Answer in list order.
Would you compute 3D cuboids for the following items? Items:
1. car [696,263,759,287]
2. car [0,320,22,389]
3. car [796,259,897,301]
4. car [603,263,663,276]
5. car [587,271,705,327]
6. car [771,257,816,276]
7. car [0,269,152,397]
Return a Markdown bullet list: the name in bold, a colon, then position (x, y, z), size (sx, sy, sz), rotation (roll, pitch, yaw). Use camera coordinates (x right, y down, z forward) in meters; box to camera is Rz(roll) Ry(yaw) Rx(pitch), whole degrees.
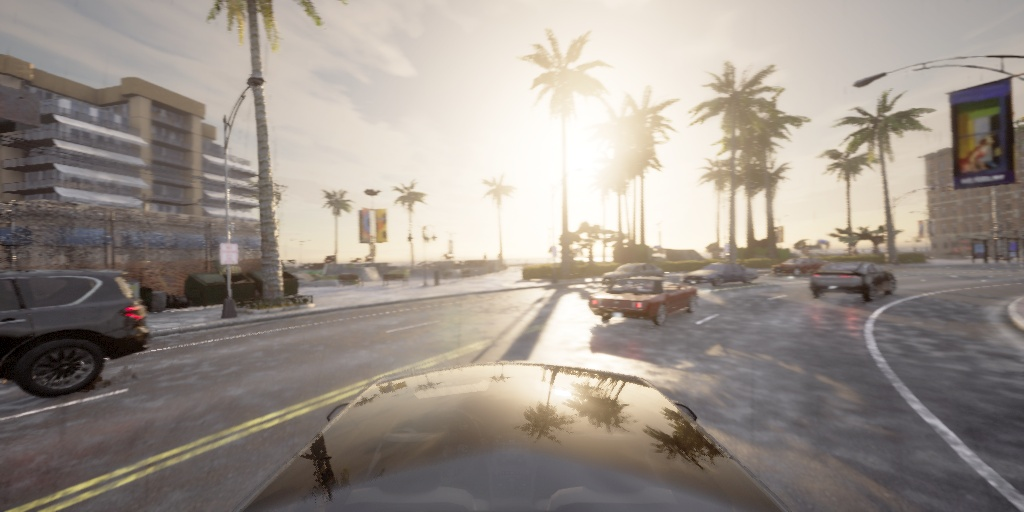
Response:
- **car**: position (13.257, 1.141, 22.723), size (5.357, 1.411, 2.033), rotation (-1, -1, -26)
- **car**: position (-6.495, 1.437, 1.541), size (1.837, 1.490, 4.892), rotation (-2, -1, 25)
- **car**: position (14.468, 0.972, 15.198), size (4.902, 1.511, 2.128), rotation (-1, -1, -32)
- **car**: position (7.984, 1.258, 23.606), size (4.892, 1.490, 1.837), rotation (-1, -1, -32)
- **car**: position (4.429, 1.329, 11.596), size (1.895, 1.301, 4.718), rotation (-2, -1, 43)
- **car**: position (24.838, 0.874, 30.880), size (5.008, 1.535, 1.882), rotation (-1, -1, -15)
- **car**: position (-8.811, 1.254, 4.863), size (2.150, 2.045, 5.566), rotation (-2, -1, 27)
